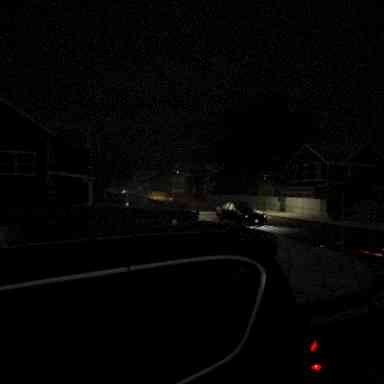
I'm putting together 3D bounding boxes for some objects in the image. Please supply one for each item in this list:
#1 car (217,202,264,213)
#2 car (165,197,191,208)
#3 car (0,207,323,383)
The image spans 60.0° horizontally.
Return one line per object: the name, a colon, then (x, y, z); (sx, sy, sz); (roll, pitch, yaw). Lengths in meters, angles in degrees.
car: (3.369, 1.438, 23.779); (2.033, 1.411, 5.357); (1, 0, -17)
car: (-1.748, 1.320, 39.398); (1.895, 1.301, 4.718); (1, 0, -21)
car: (-1.644, 1.212, 1.351); (5.566, 2.045, 2.150); (1, 0, -39)
